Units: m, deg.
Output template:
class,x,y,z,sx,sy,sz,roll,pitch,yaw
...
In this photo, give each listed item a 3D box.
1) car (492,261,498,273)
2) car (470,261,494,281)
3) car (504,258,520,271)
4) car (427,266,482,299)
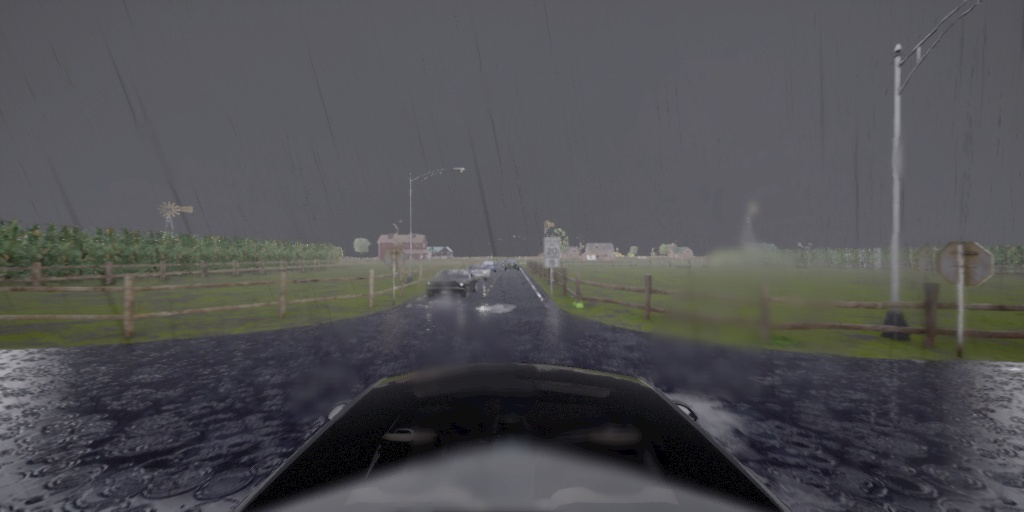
class,x,y,z,sx,sy,sz,roll,pitch,yaw
car,-2.824,1.282,43.646,1.812,1.442,4.674,0,0,0
car,-2.844,1.356,30.051,1.895,1.301,4.718,0,0,0
car,0.007,1.108,49.870,2.097,1.767,4.553,0,0,0
car,-2.883,1.354,18.252,1.895,1.301,4.718,0,0,1
